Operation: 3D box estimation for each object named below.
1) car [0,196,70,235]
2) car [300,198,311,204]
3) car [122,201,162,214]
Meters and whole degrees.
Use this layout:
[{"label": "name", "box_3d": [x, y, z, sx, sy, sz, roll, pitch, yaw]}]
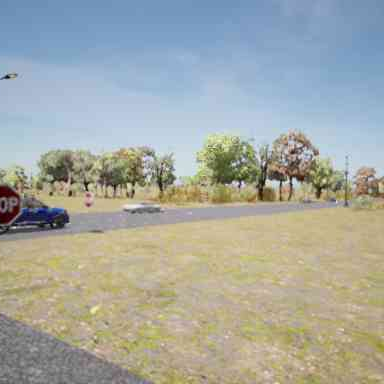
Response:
[{"label": "car", "box_3d": [-9.983, 1.239, 19.396, 2.150, 2.045, 5.566, 1, 0, 36]}, {"label": "car", "box_3d": [29.313, 2.300, 85.642, 2.128, 1.511, 4.902, 1, 0, 36]}, {"label": "car", "box_3d": [-5.587, 1.693, 37.415, 1.895, 1.301, 4.718, 1, 0, 36]}]
